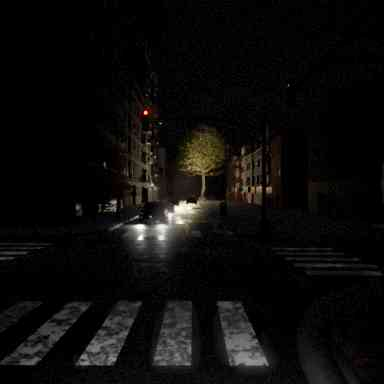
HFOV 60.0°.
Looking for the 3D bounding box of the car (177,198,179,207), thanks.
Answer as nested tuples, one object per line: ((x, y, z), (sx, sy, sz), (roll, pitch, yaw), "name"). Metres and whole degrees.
((-2.958, 1.577, 51.283), (1.895, 1.301, 4.718), (0, 0, 0), "car")

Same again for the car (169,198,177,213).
((-2.949, 1.544, 35.888), (1.994, 1.385, 4.181), (0, 0, -1), "car")

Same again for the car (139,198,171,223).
((-2.921, 1.491, 25.737), (1.837, 1.490, 4.892), (0, 0, 0), "car")

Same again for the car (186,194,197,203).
((-0.077, 1.329, 69.338), (2.097, 1.767, 4.553), (0, 0, 0), "car")

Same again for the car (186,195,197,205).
((-0.052, 1.454, 59.363), (1.882, 1.535, 5.008), (0, 0, 0), "car")
